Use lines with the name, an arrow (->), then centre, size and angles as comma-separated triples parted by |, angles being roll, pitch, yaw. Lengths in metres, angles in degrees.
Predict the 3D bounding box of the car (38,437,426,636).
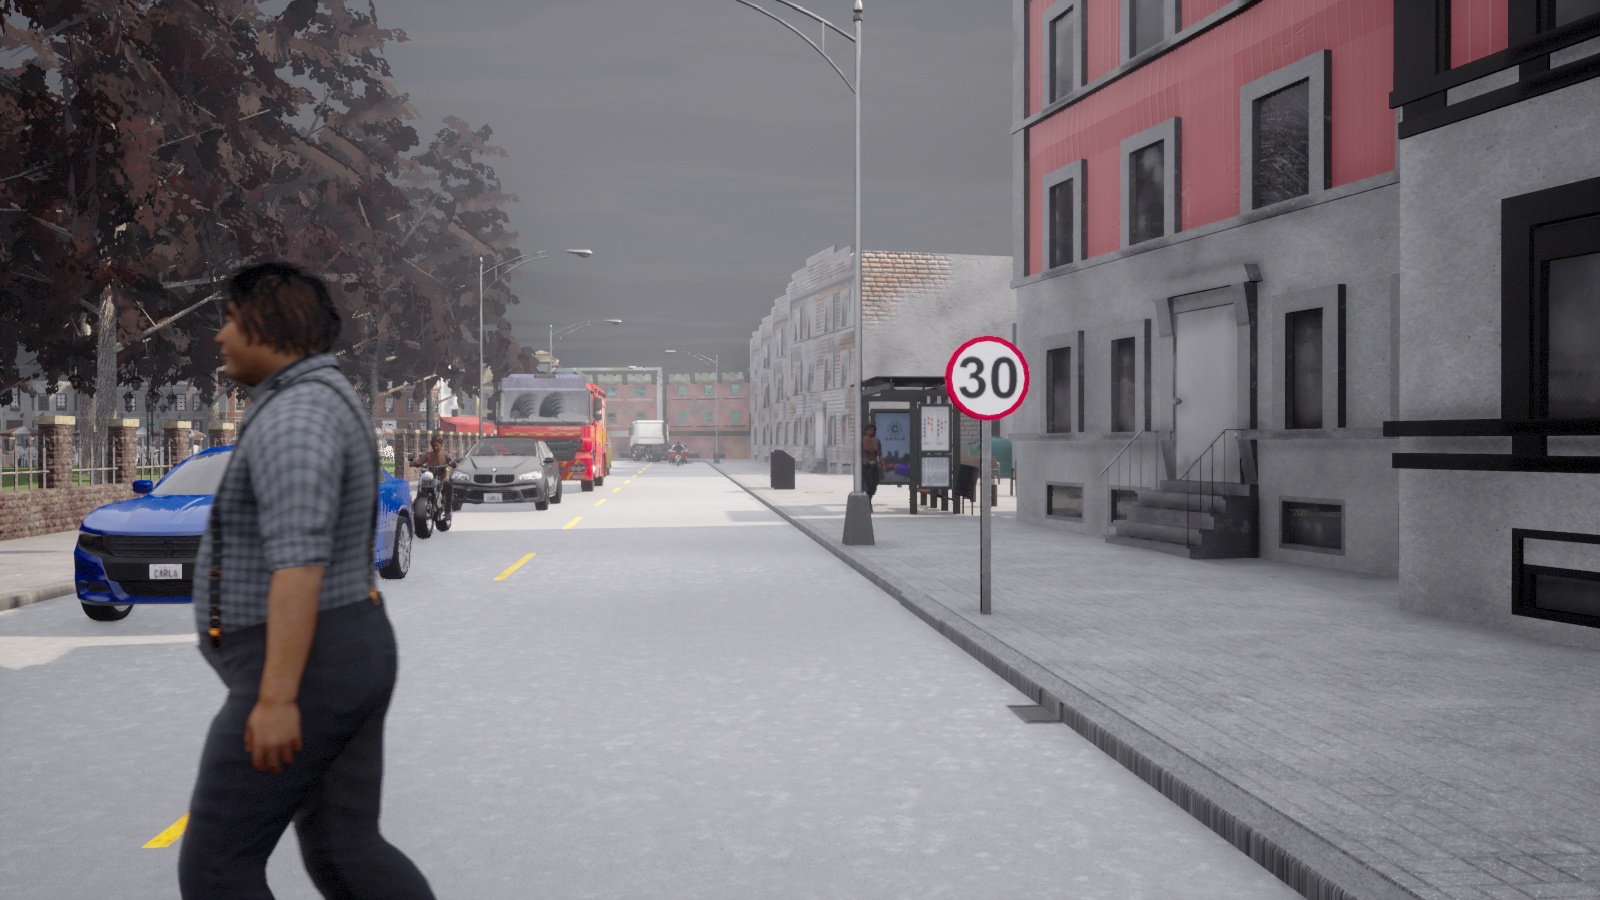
car -> -5.147, 0.651, 12.257 | 1.882, 1.535, 5.008 | 0, 0, -5

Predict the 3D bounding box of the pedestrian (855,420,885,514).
pedestrian -> 1.361, 0.318, 24.536 | 0.328, 1.805, 0.869 | 0, 0, -15

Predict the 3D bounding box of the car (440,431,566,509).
car -> -6.807, 0.420, 29.268 | 2.242, 1.667, 4.611 | 0, 0, -5

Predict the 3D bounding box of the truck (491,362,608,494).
truck -> -7.919, -0.654, 40.727 | 2.891, 3.827, 8.468 | 0, 0, -6

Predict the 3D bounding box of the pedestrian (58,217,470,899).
pedestrian -> -1.115, 0.474, 2.732 | 0.694, 1.848, 0.540 | 0, 0, -6

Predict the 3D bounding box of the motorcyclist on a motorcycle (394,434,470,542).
motorcyclist on a motorcycle -> -5.954, 0.577, 20.439 | 0.766, 1.649, 2.350 | 0, 0, -6

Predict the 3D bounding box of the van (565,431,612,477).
van -> -9.449, 0.173, 56.434 | 1.775, 1.987, 4.442 | 0, 0, -6
